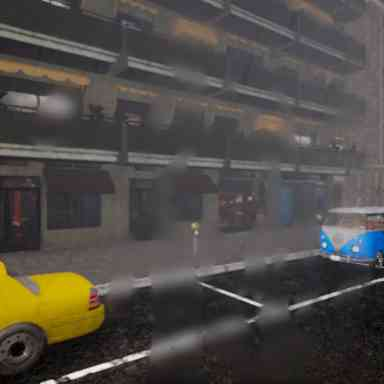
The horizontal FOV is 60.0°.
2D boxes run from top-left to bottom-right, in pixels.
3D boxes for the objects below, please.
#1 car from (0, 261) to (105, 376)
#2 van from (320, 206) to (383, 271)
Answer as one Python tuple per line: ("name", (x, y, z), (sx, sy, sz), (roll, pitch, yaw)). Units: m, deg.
("car", (-3.562, 1.525, 4.021), (4.829, 1.417, 1.752), (0, 0, -36))
("van", (5.794, 1.362, 10.698), (3.998, 1.788, 1.690), (0, 0, -36))
